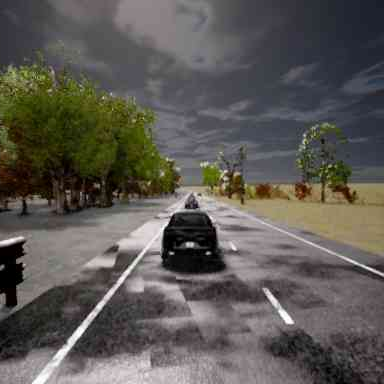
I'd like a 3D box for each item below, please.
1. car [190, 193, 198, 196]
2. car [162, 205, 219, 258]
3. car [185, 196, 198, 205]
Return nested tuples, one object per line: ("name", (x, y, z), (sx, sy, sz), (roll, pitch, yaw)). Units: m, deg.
("car", (-0.061, 1.511, 80.778), (1.994, 1.385, 4.181), (0, 0, 0))
("car", (-0.063, 1.480, 12.779), (1.882, 1.535, 5.008), (0, 0, 0))
("car", (-0.061, 1.592, 48.208), (1.895, 1.301, 4.718), (0, 0, 0))
